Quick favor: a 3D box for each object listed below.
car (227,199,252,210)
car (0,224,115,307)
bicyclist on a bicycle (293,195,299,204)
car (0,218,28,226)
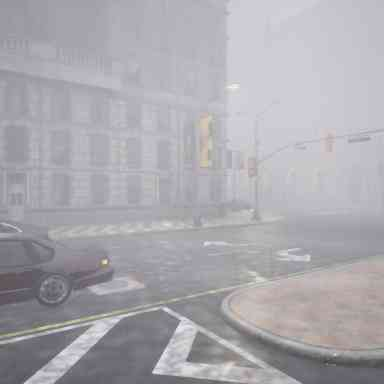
[{"bbox_3d":[5.737,1.564,43.157,1.994,1.385,4.181,0,0,-35],"label":"car"},{"bbox_3d":[-4.286,1.547,6.480,5.357,1.411,2.033,0,0,-34],"label":"car"},{"bbox_3d":[17.913,1.300,57.126,1.656,1.620,0.582,0,0,-35],"label":"bicyclist on a bicycle"},{"bbox_3d":[-6.476,1.492,9.263,4.902,1.511,2.128,0,0,-37],"label":"car"}]
